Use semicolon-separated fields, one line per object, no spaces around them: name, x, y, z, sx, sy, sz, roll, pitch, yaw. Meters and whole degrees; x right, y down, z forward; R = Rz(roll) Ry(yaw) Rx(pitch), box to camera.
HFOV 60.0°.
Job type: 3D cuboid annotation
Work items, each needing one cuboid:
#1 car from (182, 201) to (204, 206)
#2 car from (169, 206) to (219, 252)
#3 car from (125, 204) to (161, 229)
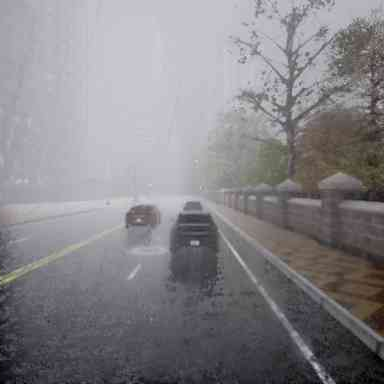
car;0.085;1.597;32.352;1.837;1.490;4.892;0;0;0
car;0.094;1.546;14.097;1.837;1.490;4.892;0;0;0
car;-3.160;1.541;22.290;1.882;1.535;5.008;0;0;0
